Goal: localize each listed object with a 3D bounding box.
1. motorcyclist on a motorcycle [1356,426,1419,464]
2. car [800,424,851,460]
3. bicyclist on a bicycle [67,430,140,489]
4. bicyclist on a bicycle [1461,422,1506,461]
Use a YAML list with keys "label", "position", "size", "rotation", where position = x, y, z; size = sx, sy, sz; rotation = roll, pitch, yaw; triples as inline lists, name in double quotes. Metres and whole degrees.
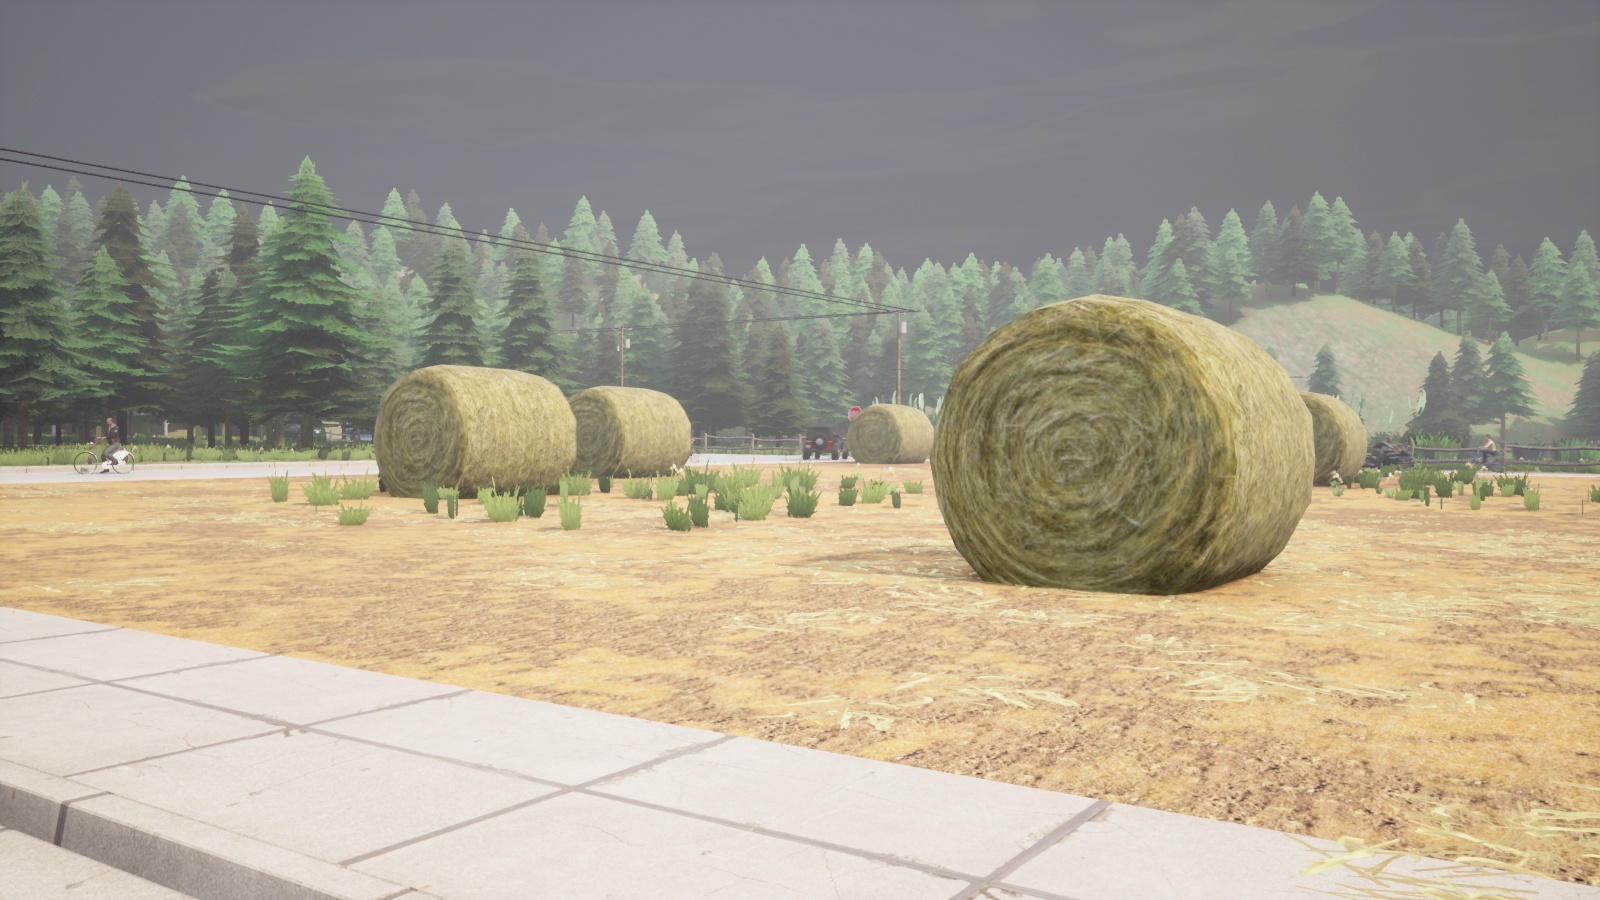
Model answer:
- label: "motorcyclist on a motorcycle"
  position: [23.960, -0.206, 51.200]
  size: [2.191, 1.530, 0.866]
  rotation: [0, 1, 38]
- label: "car"
  position: [1.404, -0.446, 67.550]
  size: [1.905, 1.878, 3.866]
  rotation: [0, 1, 14]
- label: "bicyclist on a bicycle"
  position: [-21.509, 0.277, 38.810]
  size: [0.659, 1.776, 1.843]
  rotation: [0, 1, 35]
- label: "bicyclist on a bicycle"
  position: [28.410, -0.361, 52.187]
  size: [1.509, 1.612, 0.866]
  rotation: [0, 1, 38]
